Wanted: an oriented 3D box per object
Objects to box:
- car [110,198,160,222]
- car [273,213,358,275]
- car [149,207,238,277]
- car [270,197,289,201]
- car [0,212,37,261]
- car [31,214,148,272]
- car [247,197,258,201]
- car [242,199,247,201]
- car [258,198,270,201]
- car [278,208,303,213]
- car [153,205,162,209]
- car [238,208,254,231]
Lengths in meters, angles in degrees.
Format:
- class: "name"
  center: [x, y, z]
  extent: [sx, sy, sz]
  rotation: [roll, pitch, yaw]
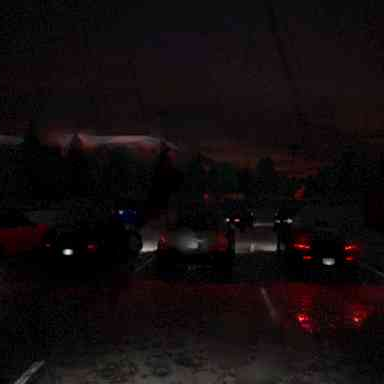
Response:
- class: "car"
  center: [-3.773, 1.430, 24.241]
  extent: [2.150, 2.045, 5.566]
  rotation: [0, 0, 19]
- class: "car"
  center: [3.849, 1.618, 10.753]
  extent: [1.812, 1.442, 4.674]
  rotation: [0, 0, 9]
- class: "car"
  center: [0.319, 1.444, 10.812]
  extent: [2.097, 1.767, 4.553]
  rotation: [0, -1, 9]
- class: "car"
  center: [19.167, 2.113, 69.680]
  extent: [4.674, 1.442, 1.812]
  rotation: [0, -1, -33]
- class: "car"
  center: [-6.651, 1.449, 11.543]
  extent: [2.097, 1.767, 4.553]
  rotation: [0, -1, 8]
- class: "car"
  center: [-3.157, 1.661, 11.265]
  extent: [1.994, 1.385, 4.181]
  rotation: [0, 0, 9]
- class: "car"
  center: [15.665, 2.118, 75.739]
  extent: [5.008, 1.535, 1.882]
  rotation: [0, -1, -33]
- class: "car"
  center: [13.939, 2.021, 78.785]
  extent: [4.553, 1.767, 2.097]
  rotation: [0, -1, -33]
- class: "car"
  center: [17.441, 1.970, 72.727]
  extent: [4.553, 1.767, 2.097]
  rotation: [0, -1, -33]
- class: "car"
  center: [6.234, 1.727, 21.055]
  extent: [2.033, 1.411, 5.357]
  rotation: [0, 0, 19]
- class: "car"
  center: [-0.443, 1.744, 23.160]
  extent: [2.033, 1.411, 5.357]
  rotation: [0, 0, 19]
- class: "car"
  center: [2.896, 1.735, 22.107]
  extent: [2.033, 1.411, 5.357]
  rotation: [0, 0, 19]
